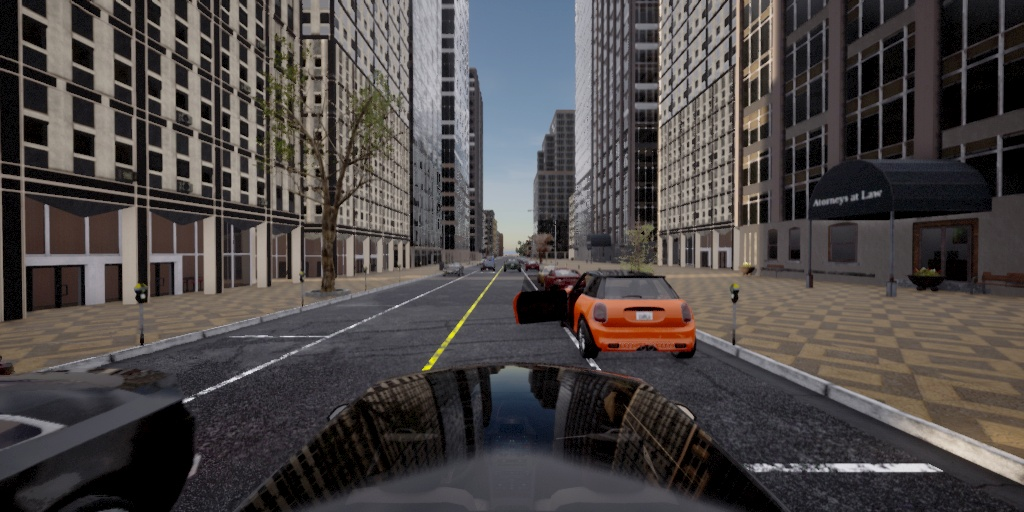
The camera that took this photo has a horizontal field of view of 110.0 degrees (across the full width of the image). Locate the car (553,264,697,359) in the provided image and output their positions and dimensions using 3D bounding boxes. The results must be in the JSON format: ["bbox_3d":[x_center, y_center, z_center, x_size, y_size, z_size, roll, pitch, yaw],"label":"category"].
[{"bbox_3d":[2.379,1.097,8.574,2.097,1.767,4.553,0,0,0],"label":"car"}]

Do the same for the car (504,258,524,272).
[{"bbox_3d":[0.031,1.062,45.020,2.097,1.767,4.553,0,0,-1],"label":"car"}]

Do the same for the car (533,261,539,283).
[{"bbox_3d":[2.655,1.256,24.441,1.751,1.417,4.829,0,0,0],"label":"car"}]

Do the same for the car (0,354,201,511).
[{"bbox_3d":[-3.098,1.242,0.420,2.128,1.511,4.902,0,0,0],"label":"car"}]

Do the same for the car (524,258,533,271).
[{"bbox_3d":[2.620,1.253,46.843,1.888,1.381,4.507,0,0,0],"label":"car"}]

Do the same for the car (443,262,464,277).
[{"bbox_3d":[-5.743,1.270,35.533,2.007,1.370,4.403,0,0,0],"label":"car"}]

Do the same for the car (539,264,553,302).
[{"bbox_3d":[2.663,1.281,18.628,1.888,1.381,4.507,0,0,0],"label":"car"}]

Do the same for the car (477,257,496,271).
[{"bbox_3d":[-3.070,1.259,47.022,2.033,1.411,5.357,0,0,0],"label":"car"}]
